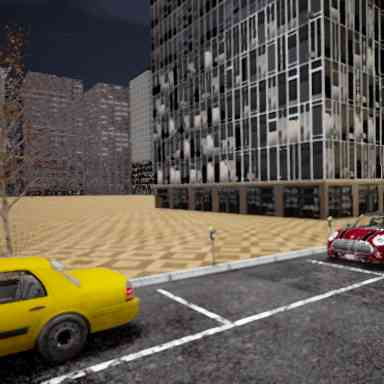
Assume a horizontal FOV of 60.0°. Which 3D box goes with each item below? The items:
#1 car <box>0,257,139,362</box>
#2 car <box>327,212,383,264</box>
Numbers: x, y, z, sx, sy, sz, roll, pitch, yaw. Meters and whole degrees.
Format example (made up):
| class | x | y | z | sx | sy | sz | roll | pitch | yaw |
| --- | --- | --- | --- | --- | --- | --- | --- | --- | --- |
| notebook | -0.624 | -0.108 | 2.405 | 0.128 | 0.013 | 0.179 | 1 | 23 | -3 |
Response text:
| class | x | y | z | sx | sy | sz | roll | pitch | yaw |
| --- | --- | --- | --- | --- | --- | --- | --- | --- | --- |
| car | -3.107 | 1.526 | 4.322 | 4.829 | 1.417 | 1.752 | 0 | -1 | -35 |
| car | 6.305 | 1.392 | 11.043 | 4.097 | 1.590 | 1.967 | 0 | -1 | -35 |
